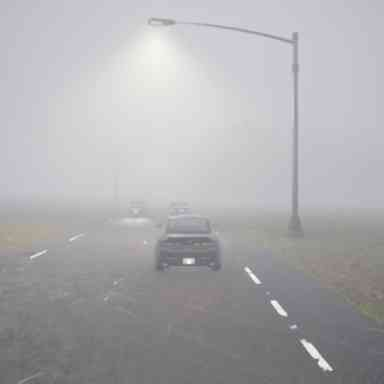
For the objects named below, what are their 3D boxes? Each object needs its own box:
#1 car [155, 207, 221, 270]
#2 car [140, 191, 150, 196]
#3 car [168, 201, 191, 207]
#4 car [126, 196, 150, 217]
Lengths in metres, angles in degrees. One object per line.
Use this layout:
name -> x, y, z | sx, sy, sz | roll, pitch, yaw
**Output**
car -> -0.149, 1.495, 10.954 | 1.837, 1.490, 4.892 | 0, 1, -2
car -> -10.277, 0.610, 72.197 | 2.097, 1.767, 4.553 | 0, 1, -10
car -> -1.046, 1.471, 28.395 | 2.033, 1.411, 5.357 | 0, 0, -4
car -> -4.928, 1.393, 30.582 | 2.128, 1.511, 4.902 | 0, 0, -5
